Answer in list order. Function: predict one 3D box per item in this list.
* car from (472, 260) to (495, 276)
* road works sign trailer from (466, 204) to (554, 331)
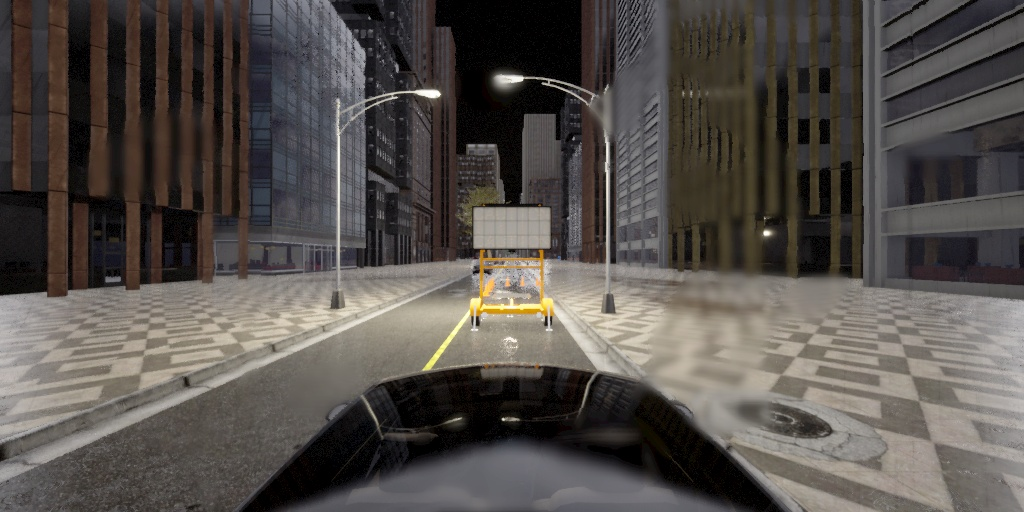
[{"bbox_3d":[-3.127,1.304,36.063,2.033,1.411,5.357,0,0,0],"label":"car"},{"bbox_3d":[-0.007,0.215,10.981,2.380,3.560,2.880,0,0,0],"label":"road works sign trailer"}]
